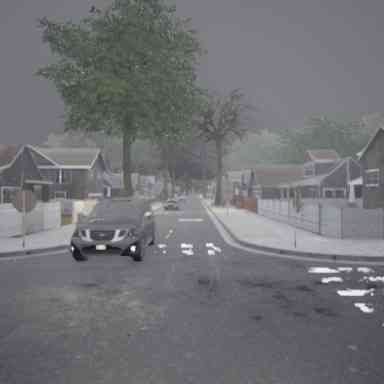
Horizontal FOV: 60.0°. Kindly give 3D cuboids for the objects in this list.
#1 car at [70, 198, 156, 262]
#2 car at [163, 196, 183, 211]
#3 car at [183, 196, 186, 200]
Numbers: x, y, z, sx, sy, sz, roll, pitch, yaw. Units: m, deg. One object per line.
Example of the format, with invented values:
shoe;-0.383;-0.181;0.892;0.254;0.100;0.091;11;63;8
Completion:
car;-2.635;1.259;12.498;2.150;2.045;5.566;0;0;1
car;-2.374;1.560;40.470;1.837;1.490;4.892;0;0;1
car;-2.156;1.415;63.687;1.812;1.442;4.674;0;0;1
